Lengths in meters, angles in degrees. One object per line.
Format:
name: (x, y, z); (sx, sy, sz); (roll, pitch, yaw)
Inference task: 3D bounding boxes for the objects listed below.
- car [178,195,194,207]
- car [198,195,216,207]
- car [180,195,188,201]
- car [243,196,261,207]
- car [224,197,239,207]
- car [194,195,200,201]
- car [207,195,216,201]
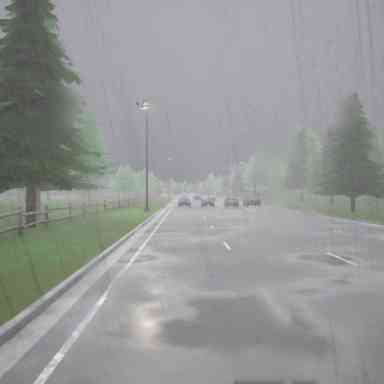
car: (-1.124, 1.601, 51.019); (1.895, 1.301, 4.718); (0, 0, -1)
car: (2.375, 1.601, 50.902); (1.895, 1.301, 4.718); (0, 0, -1)
car: (-2.034, 1.540, 87.231); (2.033, 1.411, 5.357); (0, 0, -1)
car: (9.315, 1.352, 52.106); (2.097, 1.767, 4.553); (0, 0, -1)
car: (5.885, 1.491, 50.255); (2.128, 1.511, 4.902); (0, 0, -1)
car: (1.486, 1.500, 86.428); (1.837, 1.490, 4.892); (0, 0, -1)
car: (5.018, 1.524, 85.158); (1.812, 1.442, 4.674); (0, 0, -1)
